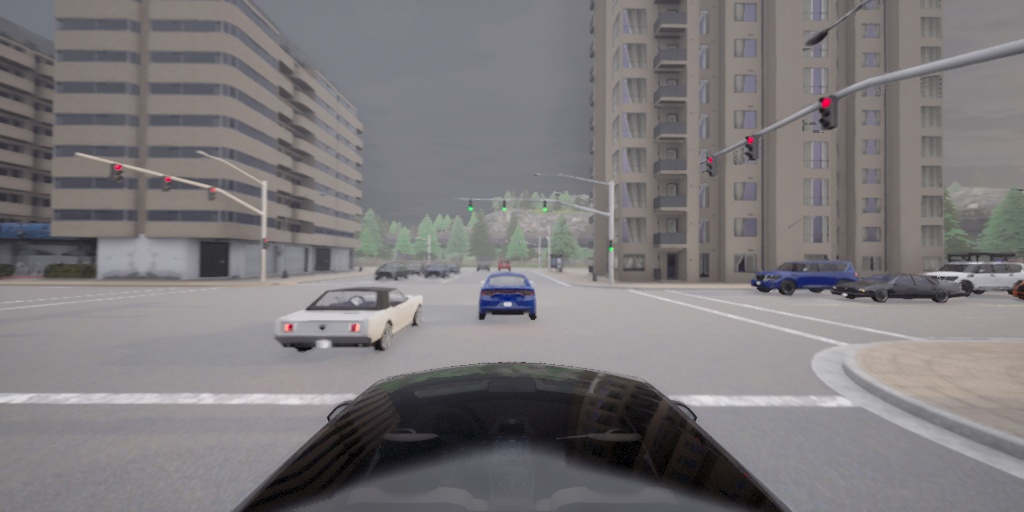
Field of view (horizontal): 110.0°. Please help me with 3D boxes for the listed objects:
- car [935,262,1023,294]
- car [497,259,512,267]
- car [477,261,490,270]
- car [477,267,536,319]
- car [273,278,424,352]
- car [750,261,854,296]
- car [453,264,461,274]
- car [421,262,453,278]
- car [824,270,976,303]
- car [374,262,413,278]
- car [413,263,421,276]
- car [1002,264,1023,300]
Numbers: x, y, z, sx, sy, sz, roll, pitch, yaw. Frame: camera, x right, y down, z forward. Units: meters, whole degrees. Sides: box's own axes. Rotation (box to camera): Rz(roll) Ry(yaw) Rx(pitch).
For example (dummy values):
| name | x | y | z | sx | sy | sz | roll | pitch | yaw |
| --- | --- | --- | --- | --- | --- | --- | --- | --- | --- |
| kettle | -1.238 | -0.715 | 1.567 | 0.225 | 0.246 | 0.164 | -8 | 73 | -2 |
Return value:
| name | x | y | z | sx | sy | sz | roll | pitch | yaw |
| --- | --- | --- | --- | --- | --- | --- | --- | --- | --- |
| car | 28.101 | 1.366 | 21.940 | 5.566 | 2.045 | 2.150 | 0 | -1 | -1 |
| car | -1.264 | 1.565 | 60.337 | 2.150 | 2.045 | 5.566 | 0 | -1 | -1 |
| car | -4.764 | 1.671 | 60.212 | 2.097 | 1.767 | 4.553 | 0 | -1 | -1 |
| car | -0.181 | 1.347 | 13.419 | 1.882 | 1.535 | 5.008 | 0 | -1 | -1 |
| car | -3.591 | 1.402 | 9.000 | 1.895 | 1.301 | 4.718 | 0 | -1 | -1 |
| car | 17.739 | 1.296 | 21.840 | 5.566 | 2.045 | 2.150 | 0 | -1 | -1 |
| car | -8.096 | 1.726 | 48.645 | 2.033 | 1.411 | 5.357 | 0 | -1 | 0 |
| car | -7.903 | 1.425 | 38.207 | 2.097 | 1.767 | 4.553 | 0 | -1 | -1 |
| car | 19.641 | 1.599 | 18.357 | 5.357 | 1.411 | 2.033 | 0 | -1 | -1 |
| car | -11.316 | 1.358 | 33.947 | 2.097 | 1.767 | 4.553 | 0 | -1 | -1 |
| car | -11.500 | 1.603 | 43.029 | 1.837 | 1.490 | 4.892 | 0 | -1 | -1 |
| car | 29.068 | 1.467 | 18.446 | 4.553 | 1.767 | 2.097 | 0 | -1 | 0 |
